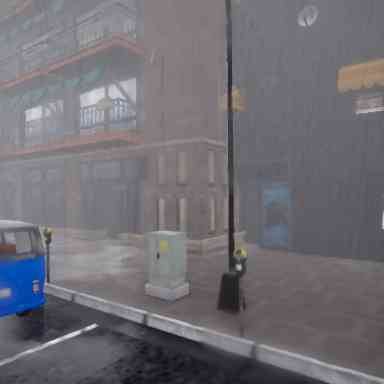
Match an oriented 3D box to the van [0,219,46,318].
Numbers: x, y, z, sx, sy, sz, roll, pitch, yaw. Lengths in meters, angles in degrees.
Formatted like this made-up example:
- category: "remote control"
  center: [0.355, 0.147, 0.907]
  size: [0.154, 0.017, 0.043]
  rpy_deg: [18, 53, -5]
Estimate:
- category: "van"
  center: [-4.432, 1.341, 6.210]
  size: [3.998, 1.788, 1.690]
  rpy_deg: [0, -1, 36]
